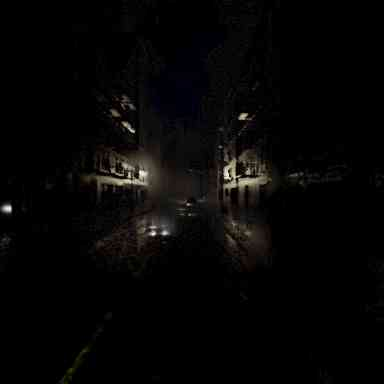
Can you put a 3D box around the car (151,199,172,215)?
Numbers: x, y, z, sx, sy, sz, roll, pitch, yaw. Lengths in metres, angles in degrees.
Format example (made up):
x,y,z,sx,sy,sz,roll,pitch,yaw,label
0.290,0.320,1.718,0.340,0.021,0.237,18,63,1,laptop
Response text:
x,y,z,sx,sy,sz,roll,pitch,yaw,label
-3.013,1.478,33.436,2.128,1.511,4.902,0,0,0,car

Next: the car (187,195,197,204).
x,y,z,sx,sy,sz,roll,pitch,yaw,label
-0.010,1.527,66.681,1.837,1.490,4.892,0,0,0,car

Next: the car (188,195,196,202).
x,y,z,sx,sy,sz,roll,pitch,yaw,label
-0.011,1.440,77.099,1.882,1.535,5.008,0,0,0,car
